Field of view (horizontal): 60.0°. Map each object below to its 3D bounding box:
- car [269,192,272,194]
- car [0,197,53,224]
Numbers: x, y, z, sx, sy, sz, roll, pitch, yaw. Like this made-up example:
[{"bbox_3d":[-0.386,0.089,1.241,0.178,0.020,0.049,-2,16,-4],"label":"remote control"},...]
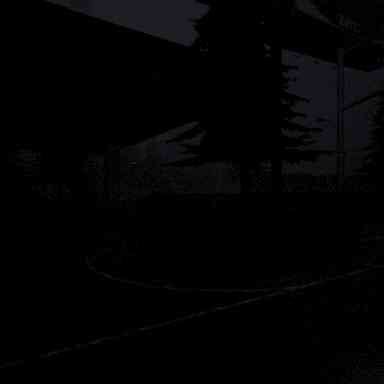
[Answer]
[{"bbox_3d":[6.204,1.050,28.677,2.150,2.045,5.566,0,1,-34],"label":"car"},{"bbox_3d":[-11.997,1.313,23.462,3.866,1.878,1.905,0,0,-36],"label":"car"}]
